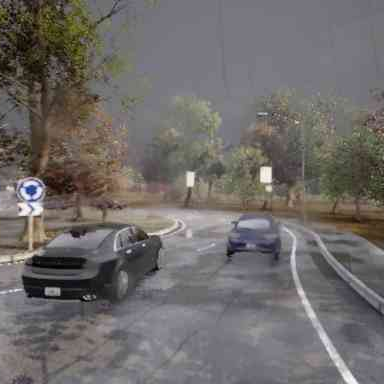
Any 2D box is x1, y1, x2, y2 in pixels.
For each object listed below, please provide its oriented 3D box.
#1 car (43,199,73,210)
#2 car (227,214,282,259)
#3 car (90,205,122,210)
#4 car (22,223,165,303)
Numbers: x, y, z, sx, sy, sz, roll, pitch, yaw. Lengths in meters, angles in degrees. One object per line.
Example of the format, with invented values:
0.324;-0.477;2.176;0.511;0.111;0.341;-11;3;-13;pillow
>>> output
-17.931;1.605;42.185;5.357;1.411;2.033;0;0;0;car
2.484;1.595;12.953;1.812;1.442;4.674;0;0;14;car
-11.147;1.710;44.279;4.718;1.301;1.895;0;0;18;car
-2.056;1.527;8.324;1.837;1.490;4.892;0;0;10;car
